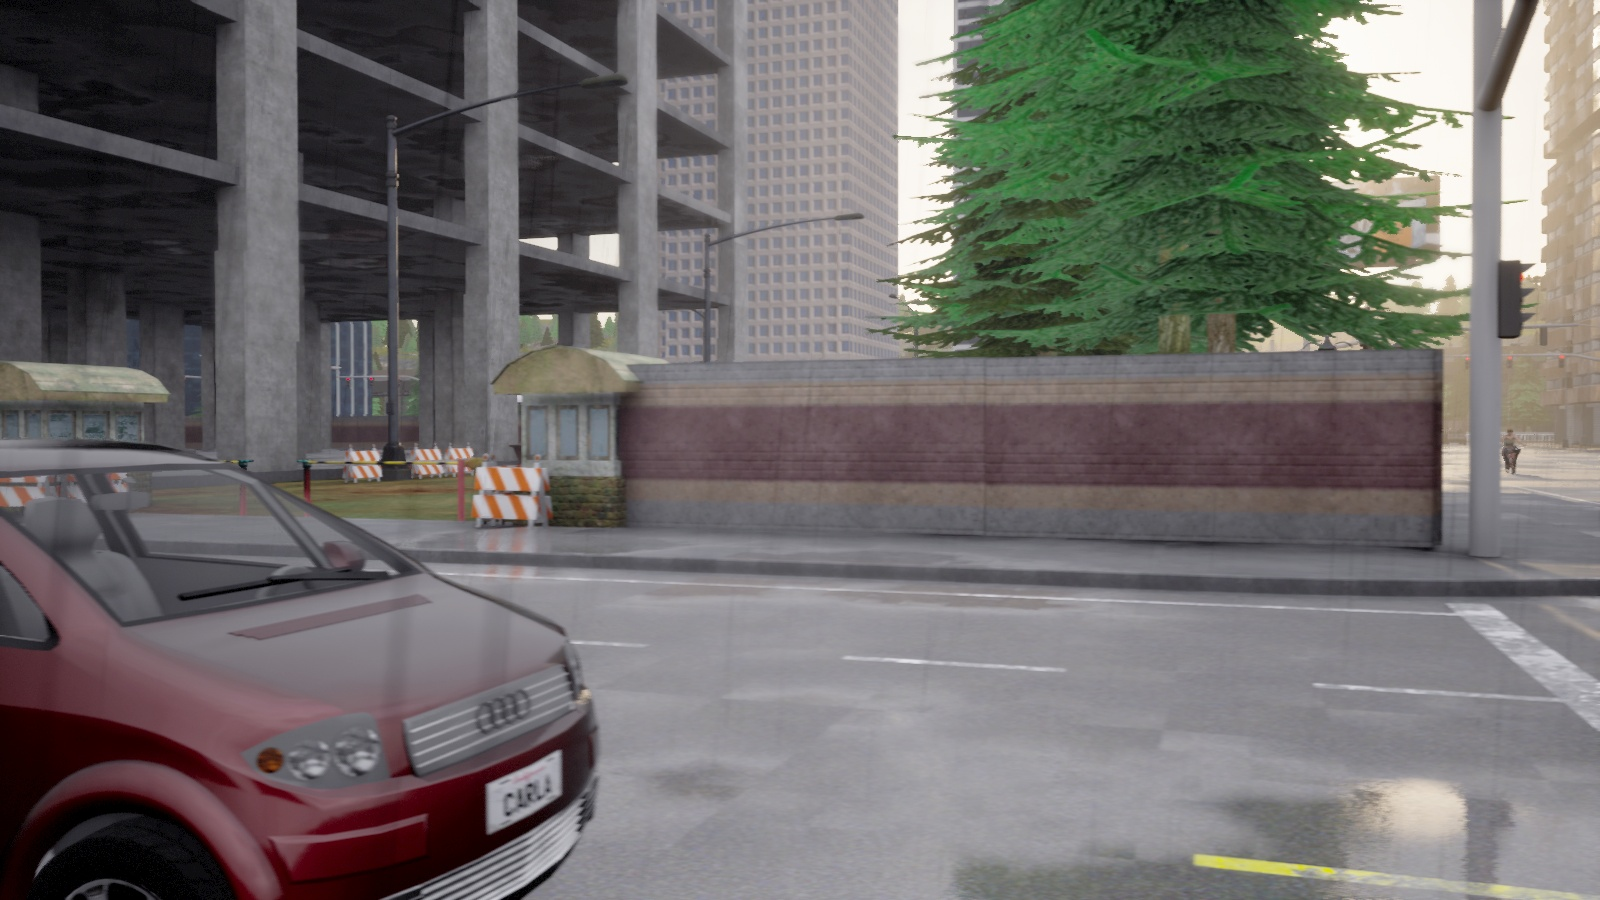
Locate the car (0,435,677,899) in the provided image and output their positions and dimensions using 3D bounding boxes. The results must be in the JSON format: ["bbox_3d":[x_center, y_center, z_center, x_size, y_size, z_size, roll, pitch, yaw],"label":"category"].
[{"bbox_3d":[-2.460,0.727,4.021,3.705,1.549,1.789,0,1,19],"label":"car"}]

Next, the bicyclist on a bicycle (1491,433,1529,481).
[{"bbox_3d":[24.649,0.226,43.617,0.866,1.612,1.509,1,1,19],"label":"bicyclist on a bicycle"}]
